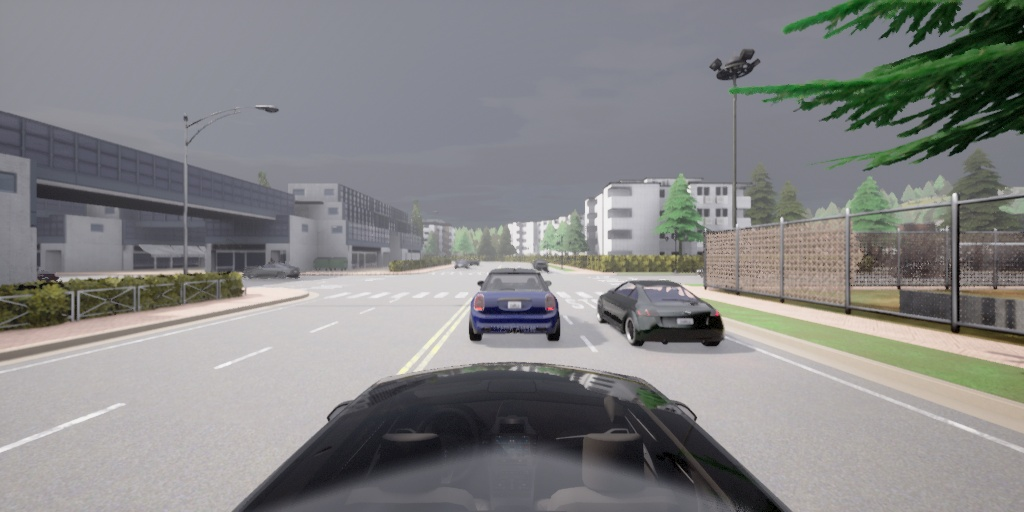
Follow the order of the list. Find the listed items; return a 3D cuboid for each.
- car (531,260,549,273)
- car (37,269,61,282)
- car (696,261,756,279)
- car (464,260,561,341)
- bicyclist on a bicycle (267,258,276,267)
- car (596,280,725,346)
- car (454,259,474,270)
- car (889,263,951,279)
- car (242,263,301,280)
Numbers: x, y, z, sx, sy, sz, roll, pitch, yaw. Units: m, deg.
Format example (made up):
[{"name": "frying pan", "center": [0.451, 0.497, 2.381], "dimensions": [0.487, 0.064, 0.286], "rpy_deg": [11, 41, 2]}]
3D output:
[{"name": "car", "center": [3.404, 1.223, 44.359], "dimensions": [1.837, 1.490, 4.892], "rpy_deg": [0, 0, -1]}, {"name": "car", "center": [-31.991, 1.297, 23.035], "dimensions": [4.181, 1.385, 1.994], "rpy_deg": [0, 0, 0]}, {"name": "car", "center": [18.662, 1.202, 31.335], "dimensions": [4.902, 1.511, 2.128], "rpy_deg": [0, 0, 0]}, {"name": "car", "center": [0.066, 1.096, 10.002], "dimensions": [2.097, 1.767, 4.553], "rpy_deg": [0, 0, 0]}, {"name": "bicyclist on a bicycle", "center": [-25.459, 1.026, 38.076], "dimensions": [0.582, 1.620, 1.656], "rpy_deg": [0, 0, -1]}, {"name": "car", "center": [3.565, 1.308, 9.369], "dimensions": [1.994, 1.385, 4.181], "rpy_deg": [0, 0, 0]}, {"name": "car", "center": [-7.372, 1.203, 53.227], "dimensions": [2.128, 1.511, 4.902], "rpy_deg": [0, 0, 0]}, {"name": "car", "center": [35.881, 1.272, 31.396], "dimensions": [4.892, 1.490, 1.837], "rpy_deg": [0, 0, -1]}, {"name": "car", "center": [-20.300, 1.292, 30.322], "dimensions": [4.181, 1.385, 1.994], "rpy_deg": [0, 0, 0]}]
